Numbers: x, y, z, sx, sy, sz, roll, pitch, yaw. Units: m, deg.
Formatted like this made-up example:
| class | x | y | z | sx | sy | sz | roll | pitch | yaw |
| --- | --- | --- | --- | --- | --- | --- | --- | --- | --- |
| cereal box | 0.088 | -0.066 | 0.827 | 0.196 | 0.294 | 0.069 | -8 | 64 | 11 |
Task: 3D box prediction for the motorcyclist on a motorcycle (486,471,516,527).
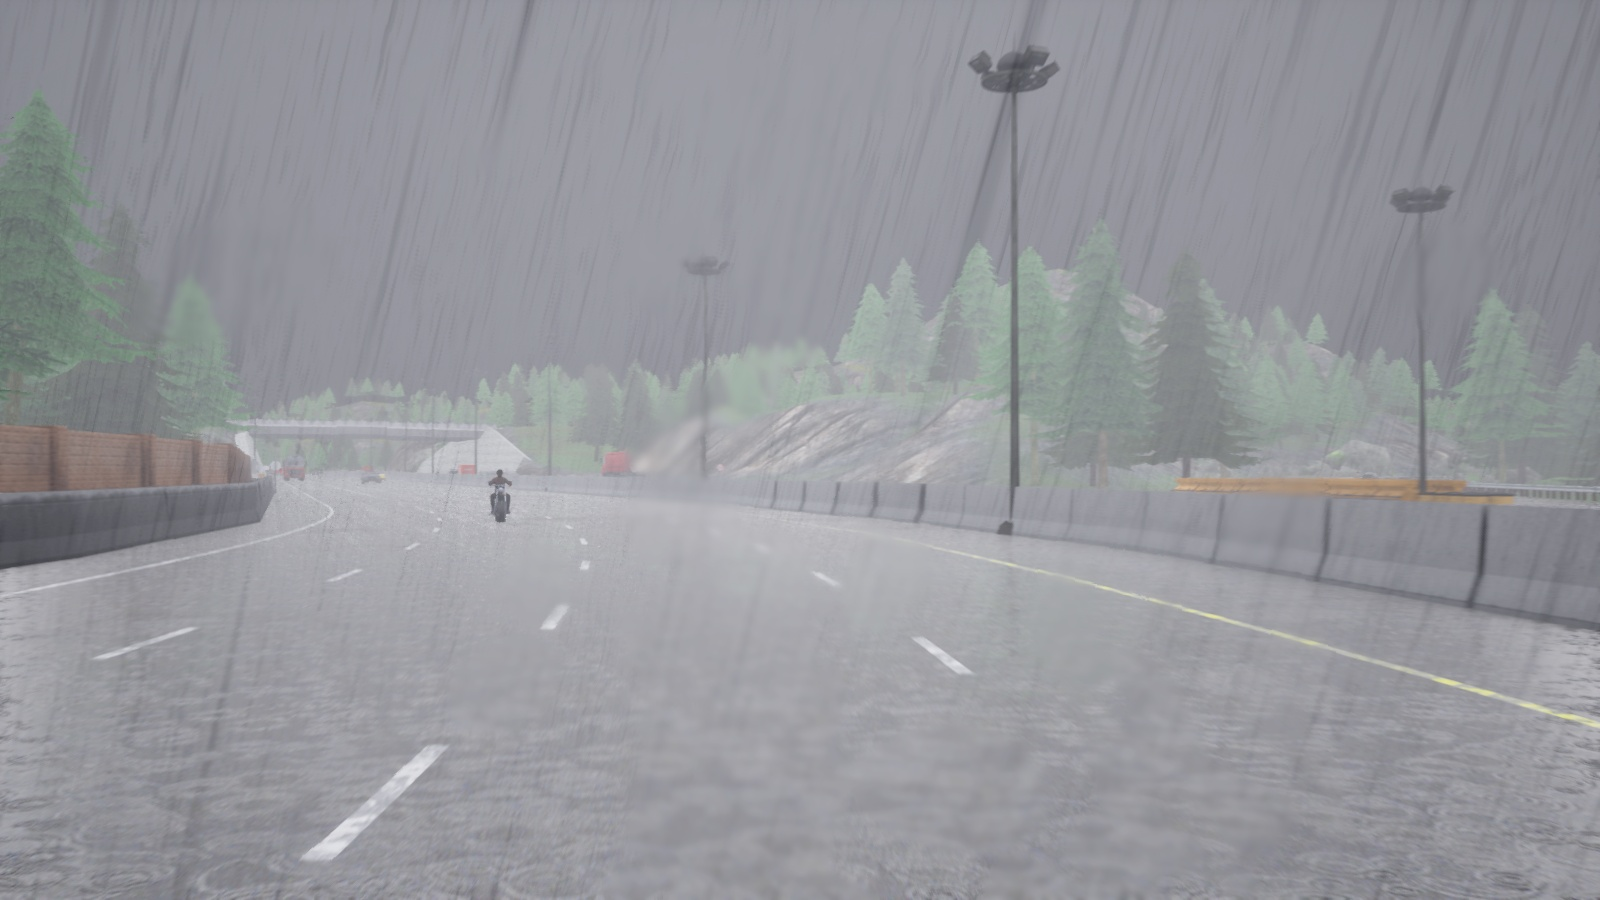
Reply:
| class | x | y | z | sx | sy | sz | roll | pitch | yaw |
| --- | --- | --- | --- | --- | --- | --- | --- | --- | --- |
| motorcyclist on a motorcycle | -9.094 | 1.461 | 38.187 | 0.766 | 1.649 | 2.350 | -1 | -1 | -16 |
